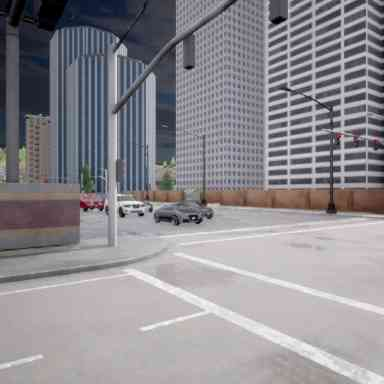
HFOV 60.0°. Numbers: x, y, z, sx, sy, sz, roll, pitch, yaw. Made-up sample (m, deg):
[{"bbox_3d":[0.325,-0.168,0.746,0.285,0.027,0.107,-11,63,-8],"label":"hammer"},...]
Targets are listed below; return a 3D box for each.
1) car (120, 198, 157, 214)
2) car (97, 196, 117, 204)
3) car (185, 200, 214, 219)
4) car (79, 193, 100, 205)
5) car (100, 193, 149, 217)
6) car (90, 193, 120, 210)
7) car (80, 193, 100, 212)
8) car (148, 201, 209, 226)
[{"bbox_3d":[-6.054,1.491,36.889,2.128,1.511,4.902,0,0,-35],"label":"car"},{"bbox_3d":[-16.532,1.547,64.234,2.033,1.411,5.357,0,0,-34],"label":"car"},{"bbox_3d":[-0.089,1.505,28.417,1.837,1.490,4.892,0,0,-35],"label":"car"},{"bbox_3d":[-19.124,1.222,61.853,2.150,2.045,5.566,0,0,-35],"label":"car"},{"bbox_3d":[-6.438,1.221,31.349,2.150,2.045,5.566,0,0,-35],"label":"car"},{"bbox_3d":[-12.000,1.221,45.352,2.150,2.045,5.566,0,0,-35],"label":"car"},{"bbox_3d":[-12.391,1.221,39.815,2.150,2.045,5.566,0,0,-35],"label":"car"},{"bbox_3d":[-1.050,1.564,23.706,1.994,1.385,4.181,0,0,-35],"label":"car"}]
